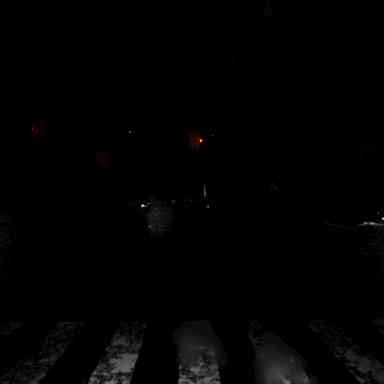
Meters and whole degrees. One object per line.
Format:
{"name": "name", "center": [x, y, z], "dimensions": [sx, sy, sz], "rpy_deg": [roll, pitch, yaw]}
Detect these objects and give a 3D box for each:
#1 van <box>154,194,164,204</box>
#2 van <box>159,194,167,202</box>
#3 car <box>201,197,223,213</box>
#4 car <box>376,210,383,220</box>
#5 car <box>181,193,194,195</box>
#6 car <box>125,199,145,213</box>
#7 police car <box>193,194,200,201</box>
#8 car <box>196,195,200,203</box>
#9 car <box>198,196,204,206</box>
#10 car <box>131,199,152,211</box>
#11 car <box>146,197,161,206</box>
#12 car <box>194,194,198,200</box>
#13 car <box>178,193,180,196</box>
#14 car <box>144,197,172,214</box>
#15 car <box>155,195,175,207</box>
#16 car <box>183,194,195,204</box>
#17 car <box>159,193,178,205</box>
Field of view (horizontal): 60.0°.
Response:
{"name": "van", "center": [-6.585, 1.360, 66.649], "dimensions": [1.690, 1.788, 3.998], "rpy_deg": [0, 0, -1]}
{"name": "van", "center": [-6.741, 1.368, 77.475], "dimensions": [1.690, 1.788, 3.998], "rpy_deg": [0, 0, -1]}
{"name": "car", "center": [2.376, 1.556, 36.381], "dimensions": [2.008, 1.369, 4.403], "rpy_deg": [0, 0, -1]}
{"name": "car", "center": [14.710, 1.249, 21.033], "dimensions": [5.357, 1.411, 2.033], "rpy_deg": [-1, 0, -1]}
{"name": "car", "center": [-0.943, 1.549, 75.571], "dimensions": [2.128, 1.511, 4.902], "rpy_deg": [0, 0, -1]}
{"name": "car", "center": [-6.148, 1.556, 36.262], "dimensions": [2.008, 1.369, 4.403], "rpy_deg": [0, 0, -1]}
{"name": "police car", "center": [1.203, 1.463, 90.558], "dimensions": [1.930, 1.638, 5.238], "rpy_deg": [0, 0, -1]}
{"name": "car", "center": [2.142, 1.562, 52.713], "dimensions": [2.008, 1.369, 4.403], "rpy_deg": [0, 0, -1]}
{"name": "car", "center": [2.220, 1.553, 47.269], "dimensions": [1.887, 1.381, 4.507], "rpy_deg": [0, 0, -1]}
{"name": "car", "center": [-6.220, 1.557, 41.254], "dimensions": [2.008, 1.369, 4.403], "rpy_deg": [0, 0, -1]}
{"name": "car", "center": [-6.429, 1.579, 55.824], "dimensions": [1.947, 1.339, 4.313], "rpy_deg": [0, 0, -1]}
{"name": "car", "center": [2.000, 1.567, 62.584], "dimensions": [2.008, 1.369, 4.403], "rpy_deg": [0, 0, -1]}
{"name": "car", "center": [-3.820, 1.508, 62.408], "dimensions": [2.128, 1.511, 4.902], "rpy_deg": [0, 0, 0]}
{"name": "car", "center": [-3.466, 1.569, 34.666], "dimensions": [1.994, 1.385, 4.181], "rpy_deg": [0, 0, -2]}
{"name": "car", "center": [-3.583, 1.485, 43.479], "dimensions": [1.882, 1.535, 5.008], "rpy_deg": [0, 0, -1]}
{"name": "car", "center": [-0.706, 1.619, 65.643], "dimensions": [1.895, 1.301, 4.718], "rpy_deg": [0, 0, -1]}
{"name": "car", "center": [-3.709, 1.363, 52.629], "dimensions": [2.097, 1.767, 4.553], "rpy_deg": [0, 0, -1]}
